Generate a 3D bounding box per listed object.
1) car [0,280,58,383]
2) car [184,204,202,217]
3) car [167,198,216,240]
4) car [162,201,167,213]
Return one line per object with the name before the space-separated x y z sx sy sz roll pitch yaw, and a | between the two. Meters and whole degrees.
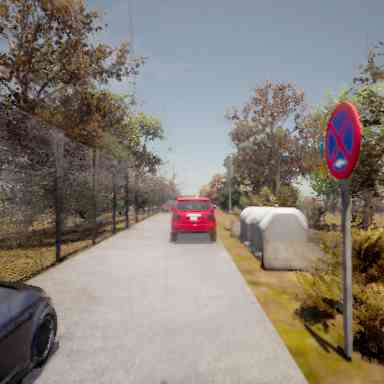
car | -2.854 1.570 2.957 1.994 1.385 4.181 0 0 0
car | 0.099 1.954 35.993 1.895 1.301 4.718 0 -1 0
car | 0.081 1.314 17.660 2.150 2.045 5.566 0 0 0
car | -2.815 1.884 44.535 2.097 1.767 4.553 0 -1 0
